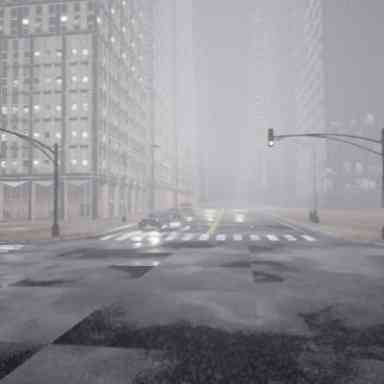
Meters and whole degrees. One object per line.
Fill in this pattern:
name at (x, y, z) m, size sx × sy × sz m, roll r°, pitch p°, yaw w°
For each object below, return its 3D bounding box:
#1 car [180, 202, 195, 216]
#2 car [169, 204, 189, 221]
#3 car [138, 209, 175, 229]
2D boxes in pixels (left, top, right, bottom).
car at (-0.823, 2.518, 49.527) m, size 2.150 × 2.045 × 5.566 m, roll -1°, pitch -1°, yaw 7°
car at (-2.001, 2.537, 38.954) m, size 2.128 × 1.511 × 4.902 m, roll -1°, pitch -1°, yaw 6°
car at (-3.146, 2.402, 28.761) m, size 1.895 × 1.301 × 4.718 m, roll -1°, pitch -1°, yaw 9°
